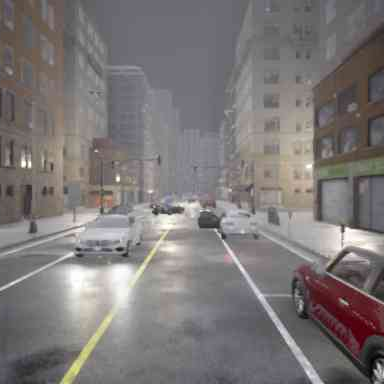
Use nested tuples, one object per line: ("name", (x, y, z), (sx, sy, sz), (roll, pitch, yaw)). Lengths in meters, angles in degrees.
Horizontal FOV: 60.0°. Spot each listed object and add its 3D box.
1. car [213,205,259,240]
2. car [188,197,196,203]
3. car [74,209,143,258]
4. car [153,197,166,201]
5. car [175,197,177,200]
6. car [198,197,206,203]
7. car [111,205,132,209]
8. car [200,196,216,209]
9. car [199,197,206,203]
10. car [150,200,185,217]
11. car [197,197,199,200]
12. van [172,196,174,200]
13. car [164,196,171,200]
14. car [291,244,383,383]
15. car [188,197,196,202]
("car", (2.342, 1.635, 17.717), (1.812, 1.442, 4.674), (0, 0, 0))
("car", (-0.047, 2.071, 83.088), (1.837, 1.490, 4.892), (0, 0, 0))
("car", (-3.103, 1.606, 13.228), (1.812, 1.442, 4.674), (0, 0, 0))
("car", (-5.707, 1.935, 53.651), (1.947, 1.339, 4.313), (-1, 0, 0))
("car", (-5.729, 1.923, 87.168), (2.192, 1.841, 5.009), (-1, 0, 0))
("car", (2.805, 2.211, 92.756), (1.947, 1.339, 4.313), (-1, 0, 0))
("car", (-5.691, 1.736, 26.779), (1.947, 1.339, 4.313), (-1, 0, 0))
("car", (2.815, 1.684, 53.657), (2.192, 1.841, 5.009), (-1, 0, 0))
("car", (2.807, 2.134, 87.341), (1.752, 1.417, 4.829), (-1, 0, 0))
("car", (-2.469, 1.850, 35.110), (1.895, 1.301, 4.718), (0, -1, 21))
("car", (2.808, 1.845, 76.000), (2.192, 1.841, 5.009), (-1, 0, 0))
("van", (-5.723, 1.871, 75.996), (1.690, 1.788, 3.998), (-1, 0, 0))
("car", (-5.714, 1.975, 64.653), (1.752, 1.417, 4.829), (-1, 0, 0))
("car", (2.845, 1.469, 4.798), (1.967, 1.590, 4.097), (-1, 0, 0))
("car", (-0.053, 2.064, 93.510), (2.033, 1.411, 5.357), (0, 0, 0))
